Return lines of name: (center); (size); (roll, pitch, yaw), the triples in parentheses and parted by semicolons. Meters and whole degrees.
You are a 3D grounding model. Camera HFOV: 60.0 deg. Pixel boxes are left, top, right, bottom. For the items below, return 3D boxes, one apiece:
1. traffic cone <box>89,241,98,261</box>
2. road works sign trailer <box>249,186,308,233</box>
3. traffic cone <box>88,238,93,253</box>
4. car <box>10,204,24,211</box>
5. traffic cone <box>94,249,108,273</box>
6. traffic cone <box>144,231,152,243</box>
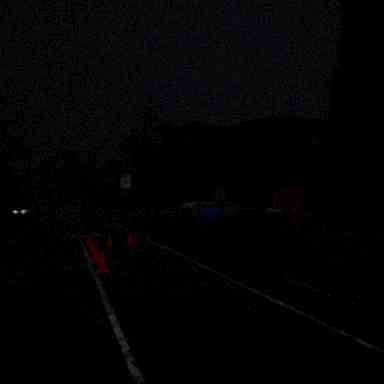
traffic cone: (-3.523, 2.224, 12.232); (0.340, 0.580, 0.340); (0, -1, -21)
road works sign trailer: (3.876, 0.913, 15.973); (2.880, 2.380, 3.560); (3, 4, 23)
traffic cone: (-4.246, 2.265, 14.096); (0.340, 0.580, 0.340); (0, -1, -21)
car: (-36.985, 3.205, 70.090); (1.812, 1.442, 4.674); (-1, -1, -40)
traffic cone: (-2.799, 2.184, 10.368); (0.340, 0.580, 0.340); (0, -1, -21)
traffic cone: (-2.257, 2.330, 17.145); (0.340, 0.580, 0.340); (0, -1, -15)
